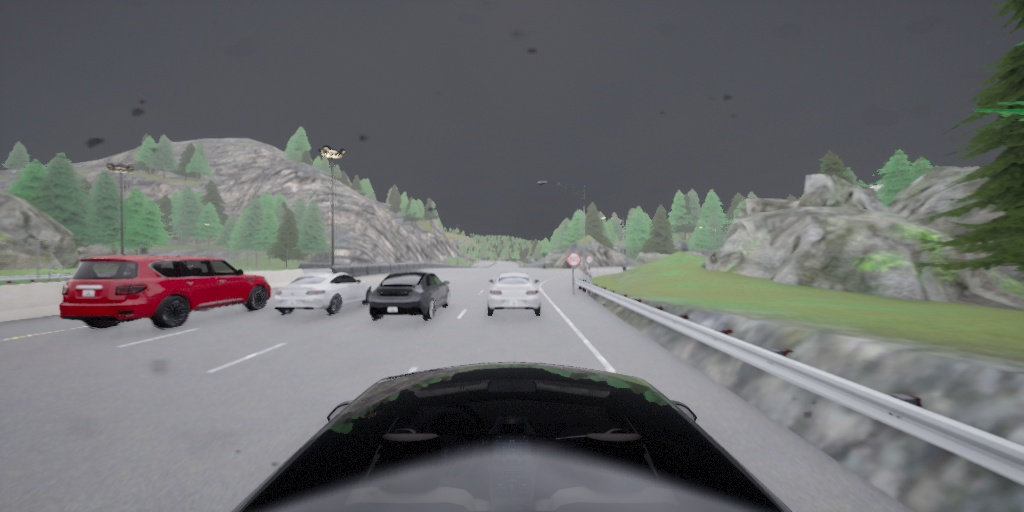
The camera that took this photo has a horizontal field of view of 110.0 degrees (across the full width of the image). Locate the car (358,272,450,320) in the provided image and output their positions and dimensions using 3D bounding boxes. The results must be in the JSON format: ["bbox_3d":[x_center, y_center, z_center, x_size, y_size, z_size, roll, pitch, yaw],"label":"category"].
[{"bbox_3d":[-3.428,1.293,12.758,1.837,1.490,4.892,0,0,0],"label":"car"}]

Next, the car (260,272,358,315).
[{"bbox_3d":[-6.923,1.316,13.613,1.812,1.442,4.674,0,0,0],"label":"car"}]

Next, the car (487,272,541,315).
[{"bbox_3d":[0.077,1.314,13.609,1.812,1.442,4.674,0,0,0],"label":"car"}]

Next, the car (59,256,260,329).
[{"bbox_3d":[-10.435,1.008,11.534,2.150,2.045,5.566,0,0,0],"label":"car"}]
